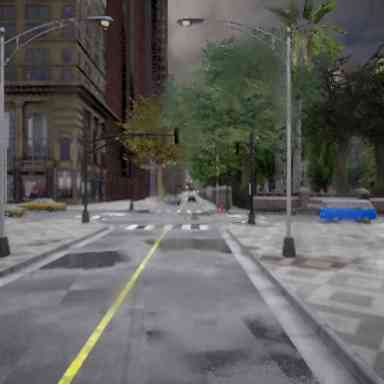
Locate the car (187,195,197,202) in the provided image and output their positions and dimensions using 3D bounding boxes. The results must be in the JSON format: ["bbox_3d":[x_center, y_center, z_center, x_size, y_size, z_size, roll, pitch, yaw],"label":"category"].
[{"bbox_3d":[-0.006,1.504,75.402,1.837,1.490,4.892,0,0,0],"label":"car"}]

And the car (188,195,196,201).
[{"bbox_3d":[-0.007,1.471,85.438,1.994,1.385,4.181,0,0,0],"label":"car"}]

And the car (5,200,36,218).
[{"bbox_3d":[-15.039,1.251,25.504,4.829,1.417,1.752,1,-1,0],"label":"car"}]

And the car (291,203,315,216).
[{"bbox_3d":[11.898,1.784,33.927,4.206,1.307,1.802,1,-1,0],"label":"car"}]

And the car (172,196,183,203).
[{"bbox_3d":[-3.005,1.517,69.767,2.128,1.511,4.902,0,0,0],"label":"car"}]

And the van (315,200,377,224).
[{"bbox_3d":[11.882,1.512,25.407,3.998,1.788,1.690,1,-1,0],"label":"van"}]

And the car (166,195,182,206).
[{"bbox_3d":[-3.061,1.323,54.749,2.097,1.767,4.553,0,0,0],"label":"car"}]

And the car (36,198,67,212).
[{"bbox_3d":[-15.357,1.276,34.029,4.829,1.417,1.752,1,-1,0],"label":"car"}]
